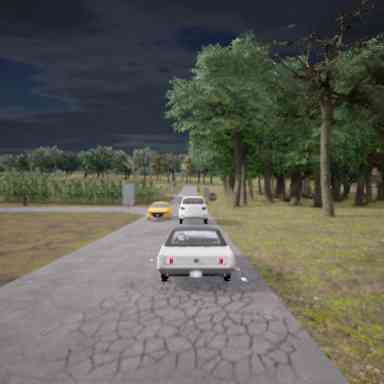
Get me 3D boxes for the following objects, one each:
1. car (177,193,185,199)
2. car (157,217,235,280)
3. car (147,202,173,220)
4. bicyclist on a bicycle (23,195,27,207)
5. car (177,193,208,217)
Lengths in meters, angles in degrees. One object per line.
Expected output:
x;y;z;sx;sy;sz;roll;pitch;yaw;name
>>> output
-2.766;1.065;85.841;1.812;1.442;4.674;0;1;0;car
0.098;1.671;10.100;1.895;1.301;4.718;0;0;0;car
-2.786;1.619;29.665;1.882;1.535;5.008;0;0;0;car
-23.457;1.292;46.703;0.582;1.620;1.656;0;0;-11;bicyclist on a bicycle
0.095;1.357;26.793;2.150;2.045;5.566;0;0;0;car
